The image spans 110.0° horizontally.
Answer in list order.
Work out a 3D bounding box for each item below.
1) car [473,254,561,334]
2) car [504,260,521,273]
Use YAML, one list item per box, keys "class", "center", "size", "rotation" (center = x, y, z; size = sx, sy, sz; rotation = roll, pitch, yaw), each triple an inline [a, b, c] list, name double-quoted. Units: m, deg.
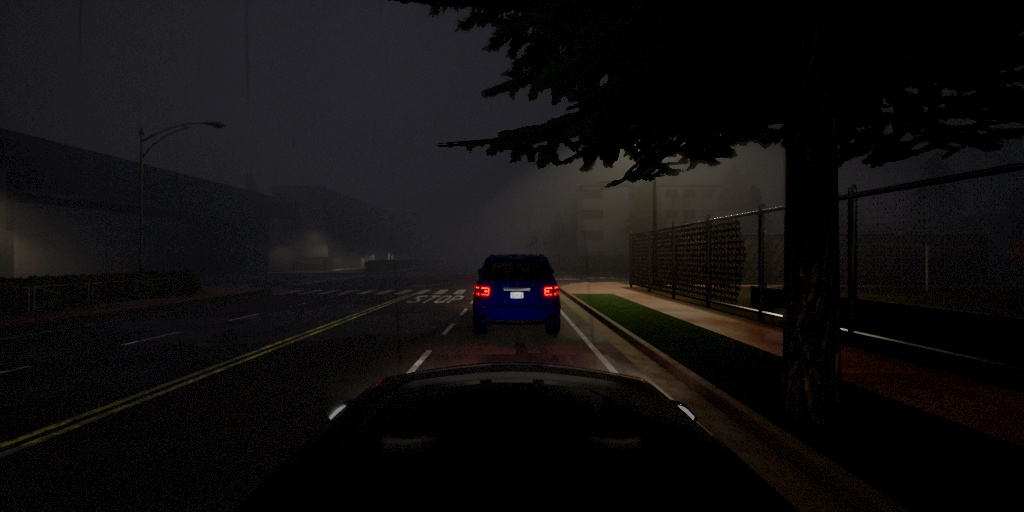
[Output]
- class: "car"
  center: [0.117, 0.972, 10.707]
  size: [2.150, 2.045, 5.566]
  rotation: [0, 0, 0]
- class: "car"
  center: [0.032, 1.242, 45.583]
  size: [2.128, 1.511, 4.902]
  rotation: [0, 0, 0]
